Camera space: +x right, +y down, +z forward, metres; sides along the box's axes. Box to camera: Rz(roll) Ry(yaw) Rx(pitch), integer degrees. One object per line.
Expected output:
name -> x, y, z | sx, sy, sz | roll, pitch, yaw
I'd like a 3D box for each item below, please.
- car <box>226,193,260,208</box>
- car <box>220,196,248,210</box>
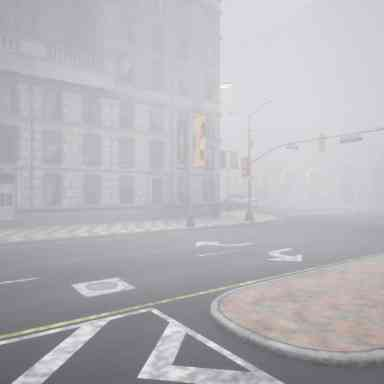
car -> 6.897, 1.221, 46.378 | 2.150, 2.045, 5.566 | 0, 0, -37
car -> 4.725, 1.564, 43.414 | 1.994, 1.385, 4.181 | 0, 0, -36
